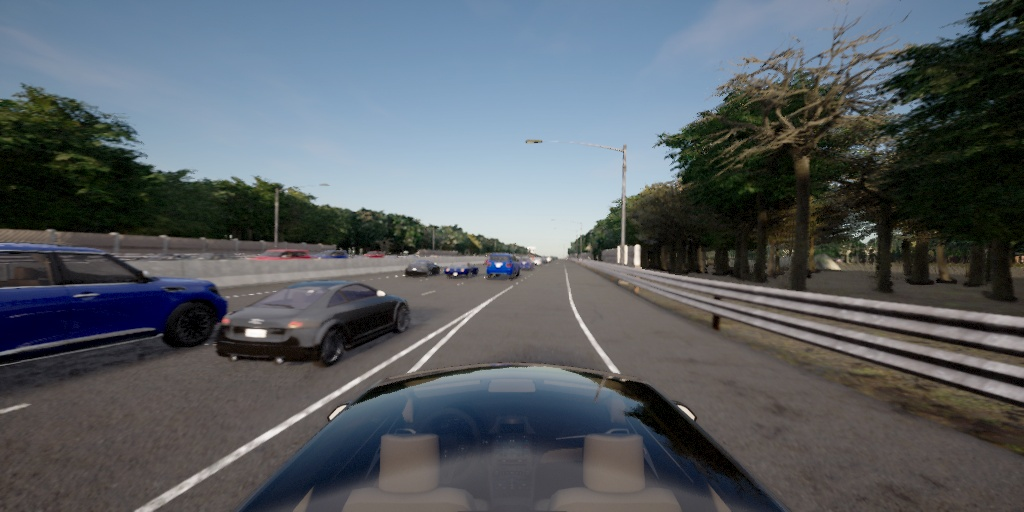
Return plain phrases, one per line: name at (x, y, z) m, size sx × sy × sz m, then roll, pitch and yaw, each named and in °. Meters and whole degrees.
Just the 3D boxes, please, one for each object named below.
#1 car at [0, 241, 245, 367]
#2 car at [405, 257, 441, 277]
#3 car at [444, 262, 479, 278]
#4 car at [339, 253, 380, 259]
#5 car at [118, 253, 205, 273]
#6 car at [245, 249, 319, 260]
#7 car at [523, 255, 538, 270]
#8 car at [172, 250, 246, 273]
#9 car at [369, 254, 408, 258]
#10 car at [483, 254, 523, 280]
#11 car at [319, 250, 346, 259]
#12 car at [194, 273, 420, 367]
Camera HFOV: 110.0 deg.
car at (-7.665, 0.798, 5.624) m, size 2.150 × 2.045 × 5.566 m, roll 1°, pitch 0°, yaw 8°
car at (-7.615, 1.035, 30.998) m, size 1.994 × 1.385 × 4.181 m, roll 1°, pitch 0°, yaw 8°
car at (-4.147, 1.146, 30.532) m, size 1.895 × 1.301 × 4.718 m, roll 1°, pitch 0°, yaw 8°
car at (-19.587, 0.703, 46.636) m, size 2.033 × 1.411 × 5.357 m, roll 1°, pitch 0°, yaw 9°
car at (-29.039, 0.520, 30.014) m, size 2.128 × 1.511 × 4.902 m, roll 1°, pitch 0°, yaw 8°
car at (-18.613, 0.472, 28.790) m, size 2.150 × 2.045 × 5.566 m, roll 1°, pitch 0°, yaw 8°
car at (1.844, 0.950, 47.852) m, size 2.097 × 1.767 × 4.553 m, roll 1°, pitch 0°, yaw 8°
car at (-25.454, 0.455, 30.357) m, size 2.097 × 1.767 × 4.553 m, roll 1°, pitch 0°, yaw 8°
car at (-16.001, 0.776, 46.974) m, size 2.033 × 1.411 × 5.357 m, roll 1°, pitch 0°, yaw 9°
car at (-0.671, 0.841, 30.074) m, size 2.150 × 2.045 × 5.566 m, roll 1°, pitch 0°, yaw 8°
car at (-23.242, 0.303, 45.802) m, size 2.150 × 2.045 × 5.566 m, roll 1°, pitch 0°, yaw 9°
car at (-3.838, 1.211, 7.754) m, size 1.994 × 1.385 × 4.181 m, roll 1°, pitch 0°, yaw 8°
